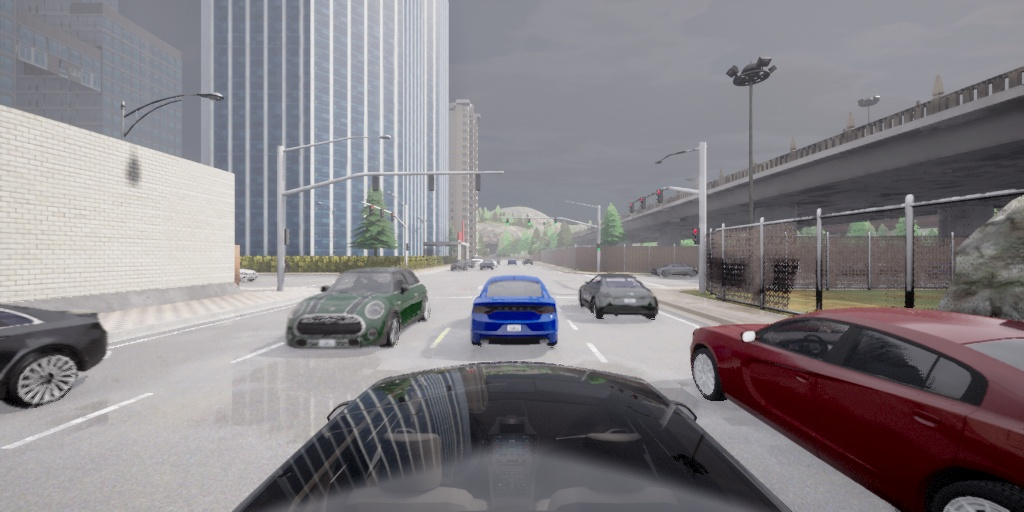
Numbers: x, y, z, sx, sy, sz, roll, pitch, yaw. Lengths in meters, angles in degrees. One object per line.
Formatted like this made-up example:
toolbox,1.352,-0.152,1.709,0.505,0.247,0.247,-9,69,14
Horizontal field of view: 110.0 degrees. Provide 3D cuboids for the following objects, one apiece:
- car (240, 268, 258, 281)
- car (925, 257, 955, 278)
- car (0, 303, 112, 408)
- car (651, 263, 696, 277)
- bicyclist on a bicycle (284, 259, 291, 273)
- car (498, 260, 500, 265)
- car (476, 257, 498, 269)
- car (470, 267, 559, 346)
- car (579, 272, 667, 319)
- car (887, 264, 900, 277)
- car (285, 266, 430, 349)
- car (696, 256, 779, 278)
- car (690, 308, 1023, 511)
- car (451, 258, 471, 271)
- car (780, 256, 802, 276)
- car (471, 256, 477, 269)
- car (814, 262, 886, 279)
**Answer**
car,-22.633,1.331,28.189,4.674,1.442,1.812,0,0,0
car,40.477,1.027,31.971,5.566,2.045,2.150,0,0,0
car,-7.098,1.241,3.399,2.128,1.511,4.902,0,0,0
car,16.022,1.369,35.445,4.181,1.385,1.994,0,0,0
bicyclist on a bicycle,-25.294,1.106,40.146,0.582,1.620,1.656,0,0,0
car,-3.561,1.276,61.586,1.812,1.442,4.674,0,0,0
car,-3.585,1.297,52.388,2.033,1.411,5.357,0,0,0
car,0.062,1.228,9.403,1.882,1.535,5.008,0,0,0
car,3.621,1.314,12.835,1.994,1.385,4.181,0,0,2
car,35.557,1.331,35.466,4.674,1.442,1.812,0,0,0
car,-3.598,1.102,9.223,2.097,1.767,4.553,0,0,0
car,20.000,1.027,31.949,5.566,2.045,2.150,0,0,0
car,3.601,1.228,3.385,1.882,1.535,5.008,0,0,0
car,-7.086,1.254,48.780,1.837,1.490,4.892,0,0,0
car,25.378,1.027,35.467,5.566,2.045,2.150,0,0,-1
car,-7.074,1.241,57.949,2.128,1.511,4.902,0,0,0
car,29.769,1.406,31.967,4.718,1.301,1.895,0,0,0
